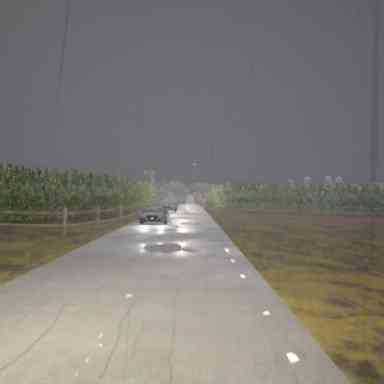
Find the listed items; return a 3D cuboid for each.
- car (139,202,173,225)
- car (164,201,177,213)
[{"bbox_3d":[-2.790,1.681,25.383,1.994,1.385,4.181,0,0,0],"label":"car"},{"bbox_3d":[-2.787,1.714,39.845,1.994,1.385,4.181,0,-1,0],"label":"car"}]
